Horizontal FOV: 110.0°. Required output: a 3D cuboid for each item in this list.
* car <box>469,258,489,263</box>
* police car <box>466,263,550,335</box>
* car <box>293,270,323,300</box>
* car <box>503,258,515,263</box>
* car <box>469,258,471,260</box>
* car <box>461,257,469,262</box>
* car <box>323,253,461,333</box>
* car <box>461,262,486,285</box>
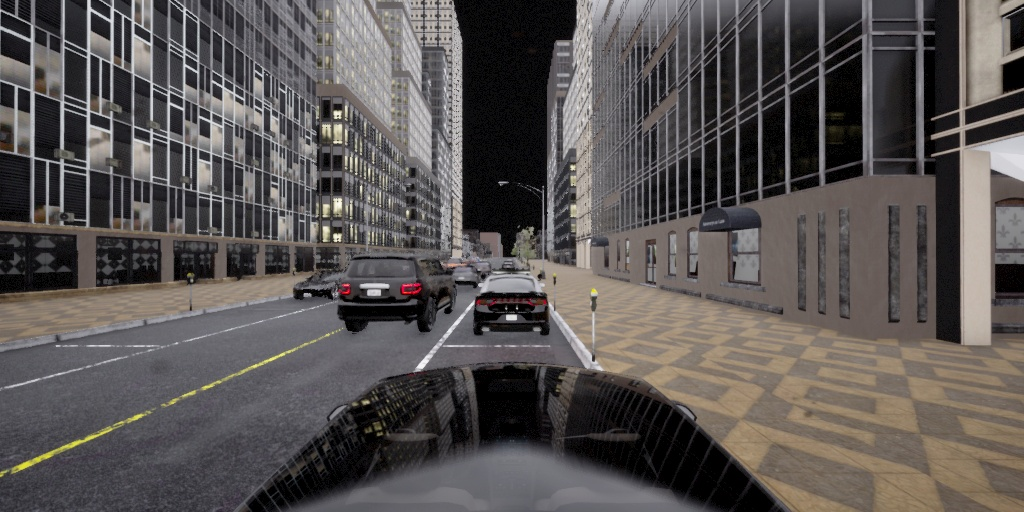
[{"bbox_3d":[-3.080,1.284,39.030,2.033,1.411,5.357,0,0,0],"label":"car"},{"bbox_3d":[-0.012,1.174,10.609,1.930,1.638,5.238,0,0,0],"label":"police car"},{"bbox_3d":[-8.836,1.313,17.650,1.948,1.339,4.313,0,0,0],"label":"car"},{"bbox_3d":[-0.455,1.298,46.099,1.948,1.339,4.313,0,0,0],"label":"car"},{"bbox_3d":[-8.836,1.300,63.188,1.802,1.307,4.207,0,0,0],"label":"car"},{"bbox_3d":[-6.231,1.089,38.545,2.097,1.767,4.553,0,0,0],"label":"car"},{"bbox_3d":[-3.153,0.967,10.952,2.150,2.045,5.566,0,-1,1],"label":"car"},{"bbox_3d":[-3.075,1.309,23.861,1.994,1.385,4.181,0,0,0],"label":"car"}]
